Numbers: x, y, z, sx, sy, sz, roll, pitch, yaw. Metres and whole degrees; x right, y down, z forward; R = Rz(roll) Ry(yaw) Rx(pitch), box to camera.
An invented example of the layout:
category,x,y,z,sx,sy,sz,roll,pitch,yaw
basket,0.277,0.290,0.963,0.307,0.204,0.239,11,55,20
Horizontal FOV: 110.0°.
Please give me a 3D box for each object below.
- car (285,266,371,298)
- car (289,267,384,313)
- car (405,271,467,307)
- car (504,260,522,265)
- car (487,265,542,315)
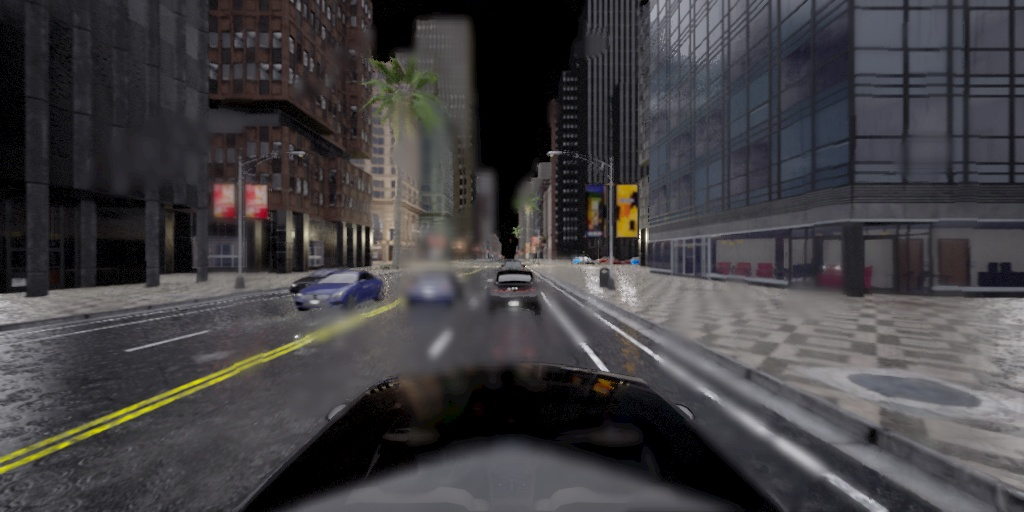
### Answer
category,x,y,z,sx,sy,sz,roll,pitch,yaw
car,-9.848,1.324,19.803,2.033,1.411,5.357,0,0,0
car,-6.599,1.294,14.325,1.812,1.442,4.674,0,0,0
car,-3.151,1.335,15.544,1.994,1.385,4.181,0,0,0
car,0.101,1.148,31.060,2.097,1.767,4.553,0,0,0
car,0.100,1.272,13.612,1.837,1.490,4.892,0,0,0
